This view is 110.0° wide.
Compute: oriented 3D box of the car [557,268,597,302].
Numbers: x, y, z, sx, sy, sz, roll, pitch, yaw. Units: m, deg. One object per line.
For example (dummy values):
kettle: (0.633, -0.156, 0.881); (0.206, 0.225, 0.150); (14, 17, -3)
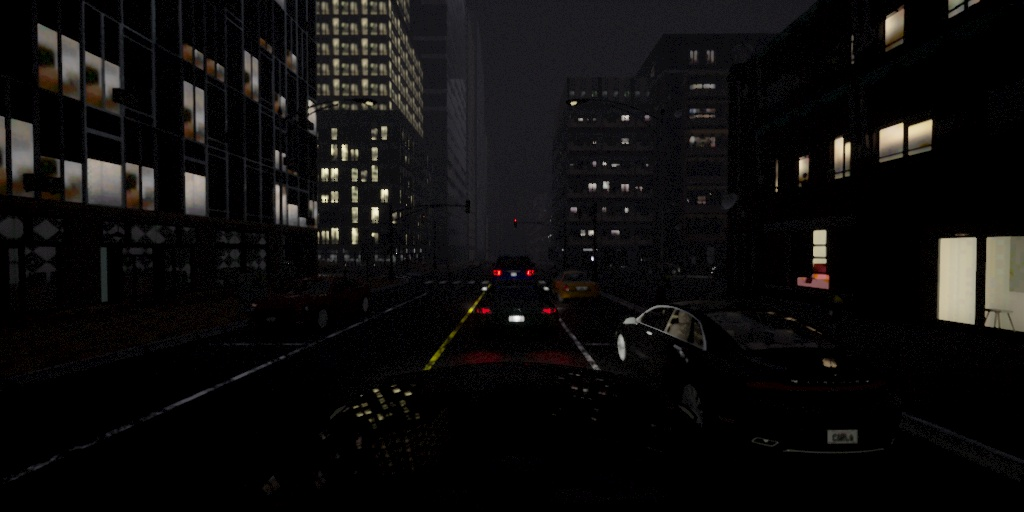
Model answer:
car: (2.813, 1.258, 16.687); (1.751, 1.417, 4.829); (0, 0, 0)

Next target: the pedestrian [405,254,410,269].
pedestrian: (-12.564, 0.634, 42.983); (0.375, 1.860, 0.375); (0, 1, 1)

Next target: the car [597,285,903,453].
car: (2.817, 1.296, 5.229); (2.007, 1.370, 4.403); (0, 0, 0)

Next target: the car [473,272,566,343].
car: (0.095, 1.305, 9.651); (1.994, 1.385, 4.181); (0, 0, 0)

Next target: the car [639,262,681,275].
car: (16.294, 1.339, 39.661); (4.403, 1.370, 2.007); (0, 0, 1)

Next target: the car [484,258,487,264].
car: (-5.713, 1.252, 60.124); (1.948, 1.339, 4.313); (0, 0, 0)

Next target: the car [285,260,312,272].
car: (-21.784, 1.091, 34.380); (4.674, 1.442, 1.812); (1, 1, 1)

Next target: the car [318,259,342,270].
car: (-21.682, 0.993, 40.145); (4.829, 1.417, 1.751); (0, 0, 1)

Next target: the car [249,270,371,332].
car: (-5.825, 1.284, 10.928); (1.888, 1.381, 4.507); (0, 0, 0)

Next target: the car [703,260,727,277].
car: (22.280, 1.236, 36.976); (4.553, 1.767, 2.097); (0, 1, 1)

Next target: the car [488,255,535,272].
car: (0.087, 0.951, 19.459); (2.150, 2.045, 5.566); (0, 0, 0)

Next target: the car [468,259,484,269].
car: (-5.711, 1.217, 54.299); (1.751, 1.417, 4.829); (0, 0, 0)
